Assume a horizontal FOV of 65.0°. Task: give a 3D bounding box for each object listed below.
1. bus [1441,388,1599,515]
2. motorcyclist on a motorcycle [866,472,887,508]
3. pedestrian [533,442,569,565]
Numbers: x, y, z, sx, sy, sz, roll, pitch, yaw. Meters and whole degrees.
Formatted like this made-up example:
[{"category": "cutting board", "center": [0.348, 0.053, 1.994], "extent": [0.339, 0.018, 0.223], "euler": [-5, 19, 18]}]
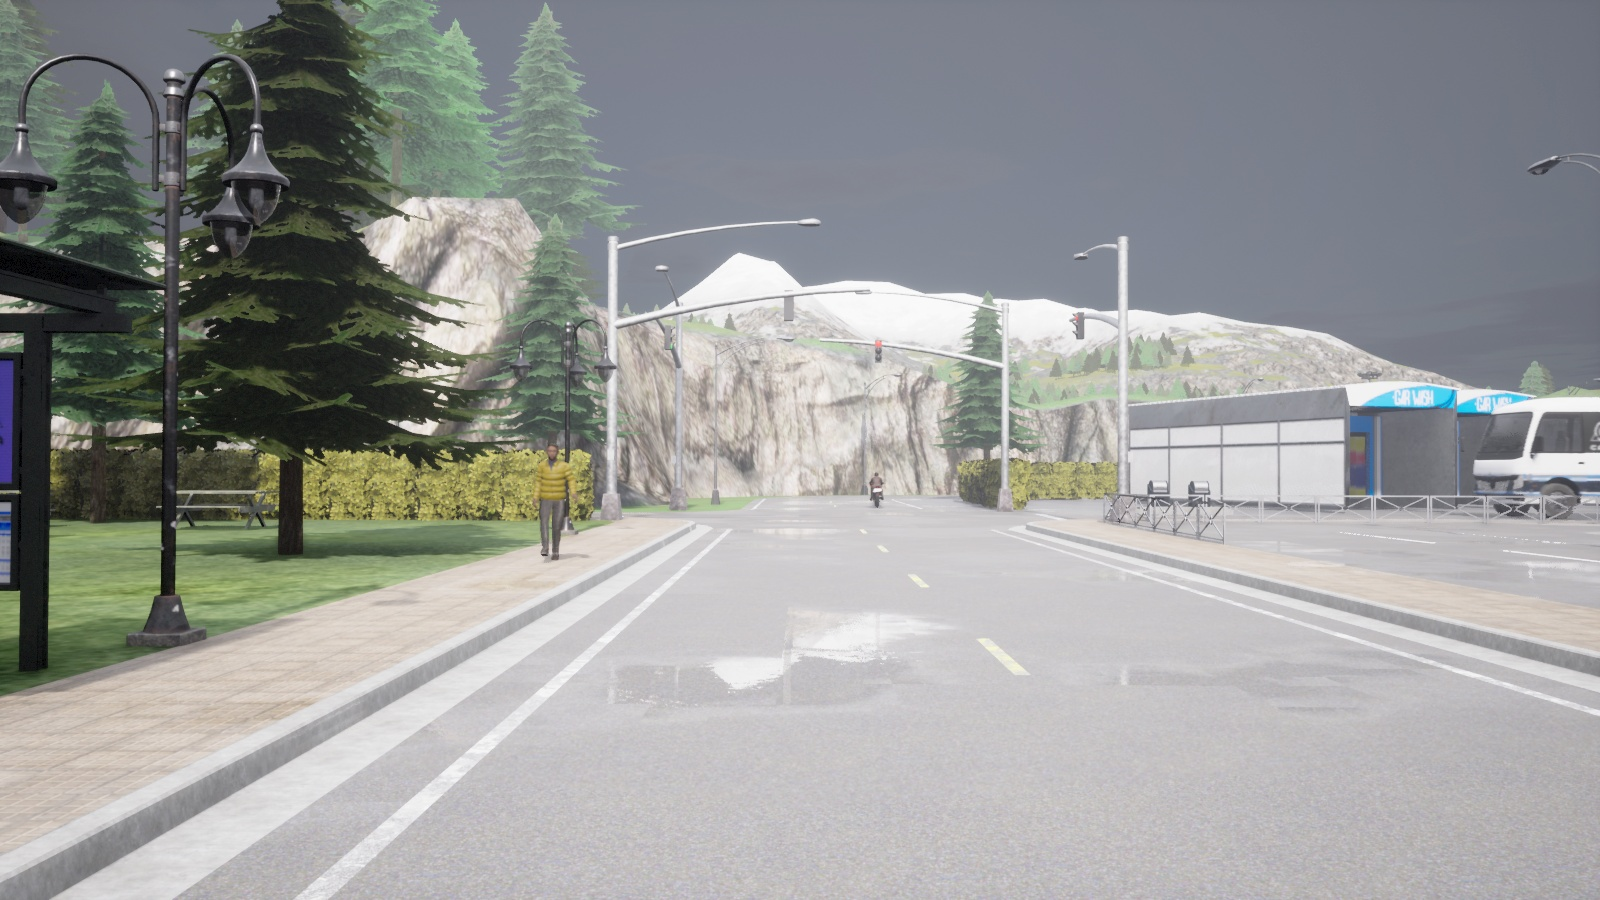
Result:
[{"category": "bus", "center": [28.665, 0.062, 44.080], "extent": [10.273, 4.253, 3.944], "euler": [0, -1, 1]}, {"category": "motorcyclist on a motorcycle", "center": [3.283, 1.687, 53.901], "extent": [0.797, 1.523, 2.044], "euler": [0, -1, 0]}, {"category": "pedestrian", "center": [-3.806, 0.807, 19.220], "extent": [0.431, 1.840, 0.709], "euler": [0, -1, -2]}]
